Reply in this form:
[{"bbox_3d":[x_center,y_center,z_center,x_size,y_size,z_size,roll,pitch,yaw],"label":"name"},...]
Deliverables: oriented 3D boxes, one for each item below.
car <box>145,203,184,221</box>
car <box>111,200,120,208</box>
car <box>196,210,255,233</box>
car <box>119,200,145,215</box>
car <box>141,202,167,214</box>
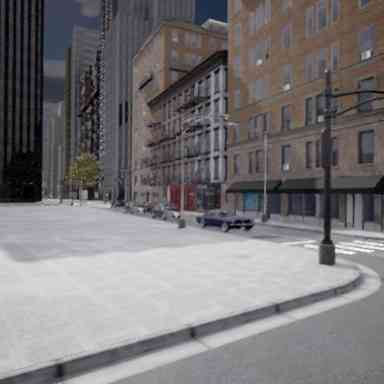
[{"bbox_3d":[-2.369,1.840,31.315,2.128,1.511,4.902,1,-1,-26],"label":"car"},{"bbox_3d":[-13.162,2.123,59.323,1.837,1.490,4.892,1,-1,-27],"label":"car"},{"bbox_3d":[2.138,1.874,22.169,1.895,1.301,4.718,1,-1,-26],"label":"car"},{"bbox_3d":[-6.910,1.921,40.563,2.128,1.511,4.902,1,-1,-26],"label":"car"},{"bbox_3d":[-4.917,2.025,42.590,1.994,1.385,4.181,1,-1,-26],"label":"car"}]
